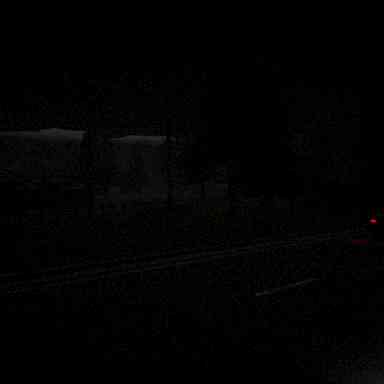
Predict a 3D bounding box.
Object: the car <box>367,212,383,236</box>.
[{"bbox_3d":[10.181,1.285,15.308,5.357,1.411,2.033,-1,1,-35],"label":"car"}]
